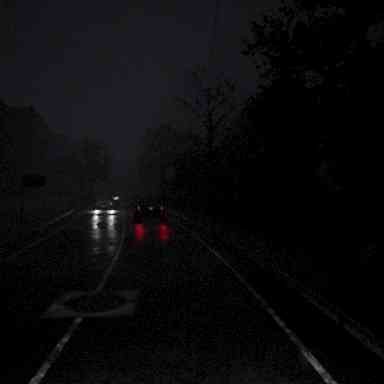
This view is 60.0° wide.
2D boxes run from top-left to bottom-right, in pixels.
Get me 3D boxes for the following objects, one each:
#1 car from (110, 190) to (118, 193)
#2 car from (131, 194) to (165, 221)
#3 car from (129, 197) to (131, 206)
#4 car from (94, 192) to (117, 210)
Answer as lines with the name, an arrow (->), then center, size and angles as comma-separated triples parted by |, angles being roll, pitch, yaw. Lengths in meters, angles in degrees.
car -> -17.966, 0.187, 75.869 | 1.895, 1.301, 4.718 | 1, 1, -12
car -> -3.258, 1.122, 24.965 | 2.097, 1.767, 4.553 | 1, 1, -11
car -> -6.953, 1.006, 42.264 | 2.033, 1.411, 5.357 | 1, 1, -12
car -> -9.022, 1.063, 34.421 | 1.812, 1.442, 4.674 | 1, 1, -12
